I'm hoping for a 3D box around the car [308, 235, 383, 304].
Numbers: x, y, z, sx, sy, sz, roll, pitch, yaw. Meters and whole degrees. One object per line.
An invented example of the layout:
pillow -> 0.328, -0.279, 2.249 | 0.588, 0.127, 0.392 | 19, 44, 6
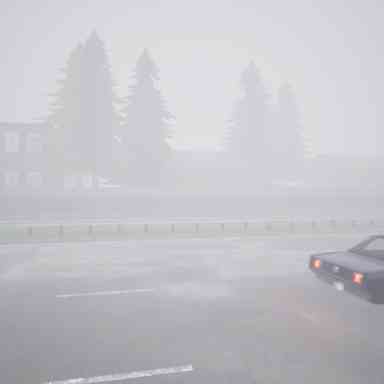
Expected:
car -> 5.090, 1.599, 7.144 | 4.718, 1.301, 1.895 | 0, 0, -13
